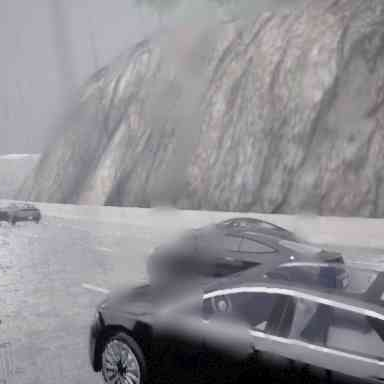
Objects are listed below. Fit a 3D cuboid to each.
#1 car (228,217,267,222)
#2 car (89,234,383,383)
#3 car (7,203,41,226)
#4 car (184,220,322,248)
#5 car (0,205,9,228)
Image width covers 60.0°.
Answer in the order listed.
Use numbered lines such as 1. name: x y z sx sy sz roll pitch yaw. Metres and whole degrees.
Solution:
1. car: 1.591 1.590 11.694 4.181 1.385 1.994 0 0 38
2. car: 0.965 1.500 3.402 4.902 1.511 2.128 0 0 36
3. car: -12.600 1.530 24.027 4.902 1.511 2.128 0 0 44
4. car: 1.067 1.543 7.683 4.674 1.442 1.812 0 0 37
5. car: -12.801 1.576 19.322 5.357 1.411 2.033 0 0 43
